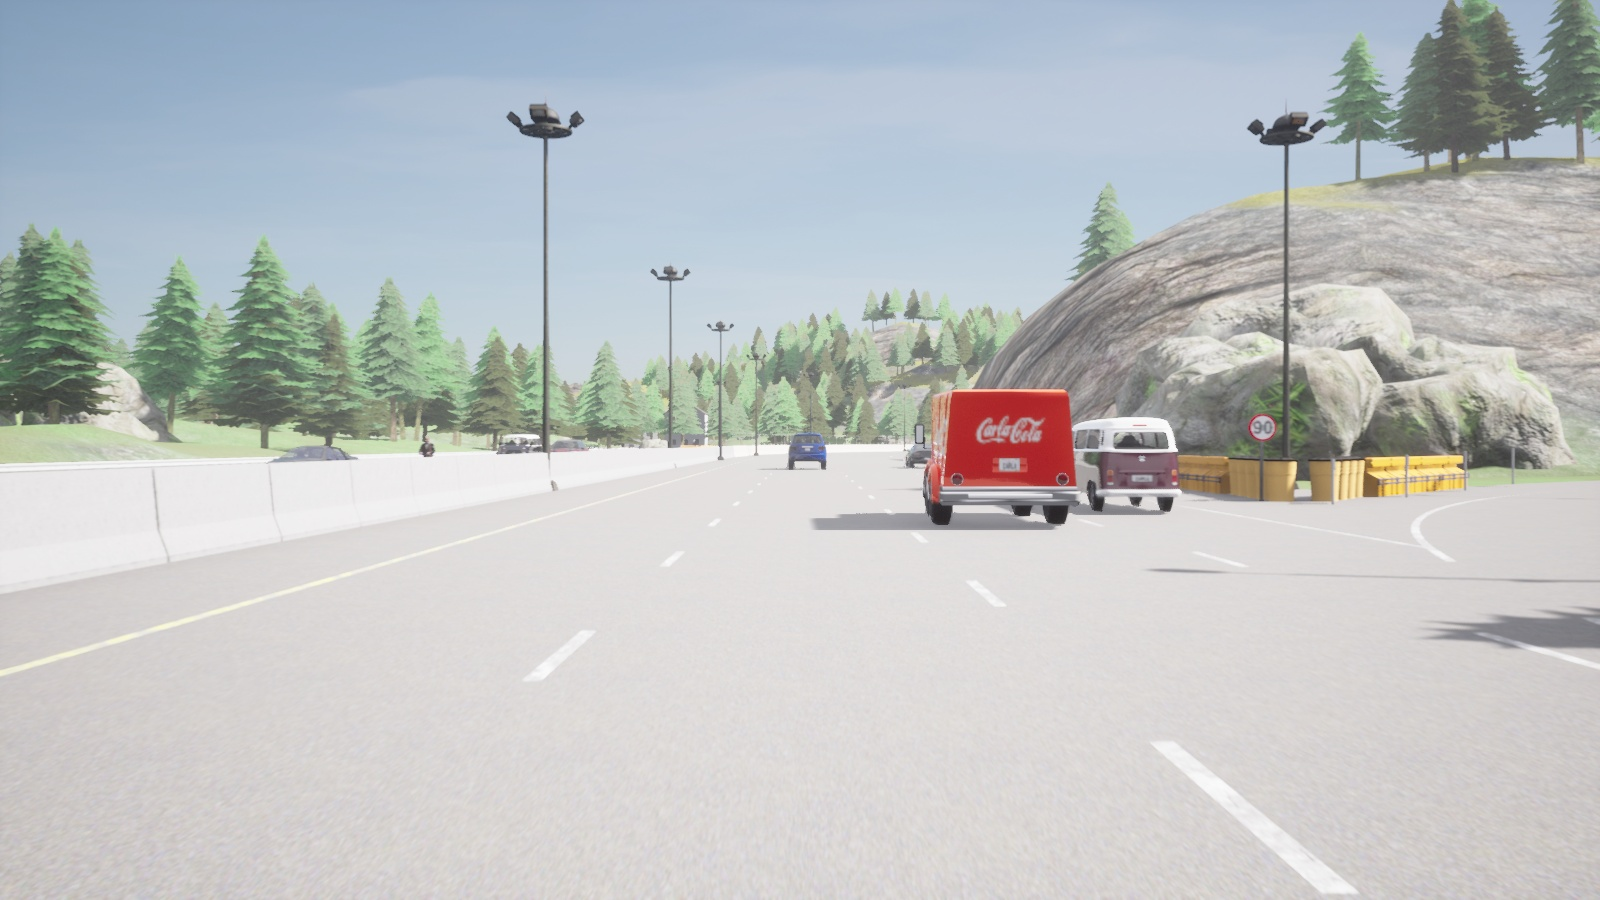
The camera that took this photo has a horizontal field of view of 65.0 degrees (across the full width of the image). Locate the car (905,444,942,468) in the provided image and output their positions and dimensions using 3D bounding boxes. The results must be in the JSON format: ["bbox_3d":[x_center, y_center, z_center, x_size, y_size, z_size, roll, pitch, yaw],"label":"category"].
[{"bbox_3d":[7.448,0.349,76.145,1.812,1.442,4.674,0,0,0],"label":"car"}]

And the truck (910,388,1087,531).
[{"bbox_3d":[3.654,0.130,24.326,2.627,2.467,5.204,0,1,0],"label":"truck"}]

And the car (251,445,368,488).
[{"bbox_3d":[-17.232,0.530,44.440,2.033,1.411,5.357,0,0,0],"label":"car"}]

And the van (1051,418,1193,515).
[{"bbox_3d":[7.178,0.317,28.486,2.069,2.038,4.480,0,1,0],"label":"van"}]

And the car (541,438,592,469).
[{"bbox_3d":[-13.569,0.182,73.101,2.097,1.767,4.553,0,0,0],"label":"car"}]

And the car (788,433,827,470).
[{"bbox_3d":[0.431,0.054,73.065,2.150,2.045,5.566,0,0,0],"label":"car"}]

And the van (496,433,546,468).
[{"bbox_3d":[-17.048,0.023,76.895,2.069,2.038,4.480,0,0,0],"label":"van"}]
